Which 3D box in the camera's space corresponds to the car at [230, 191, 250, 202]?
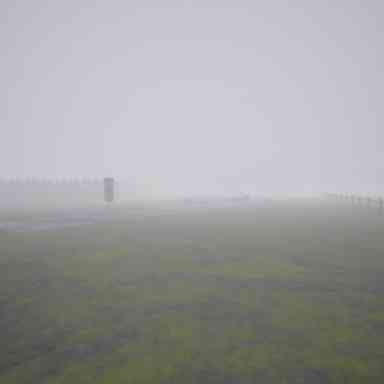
[{"bbox_3d":[8.070,0.713,55.676,2.097,1.767,4.553,0,1,31],"label":"car"}]
